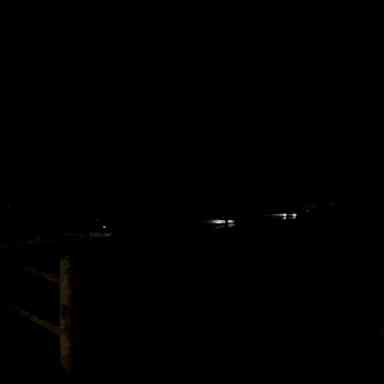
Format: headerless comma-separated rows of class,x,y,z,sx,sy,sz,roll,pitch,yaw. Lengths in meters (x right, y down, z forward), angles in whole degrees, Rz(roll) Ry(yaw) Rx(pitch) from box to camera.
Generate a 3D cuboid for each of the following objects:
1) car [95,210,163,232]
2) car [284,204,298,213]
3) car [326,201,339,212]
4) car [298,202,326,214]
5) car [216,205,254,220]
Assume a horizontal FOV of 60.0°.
car,-4.196,1.913,22.606,1.895,1.301,4.718,-1,-1,36
car,15.143,2.464,49.014,1.895,1.301,4.718,-1,-1,36
car,22.587,2.339,54.412,2.097,1.767,4.553,-1,-1,37
car,16.826,2.345,46.494,1.812,1.442,4.674,-1,-1,36
car,4.604,2.111,34.694,2.033,1.411,5.357,-1,-1,36
